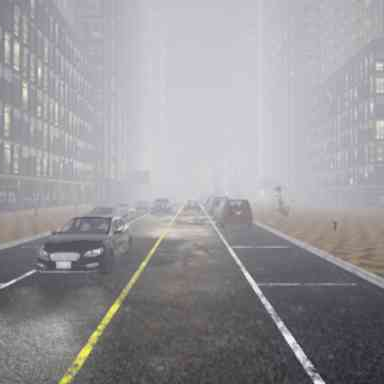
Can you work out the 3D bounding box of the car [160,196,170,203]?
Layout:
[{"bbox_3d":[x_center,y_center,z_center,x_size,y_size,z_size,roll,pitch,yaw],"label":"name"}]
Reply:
[{"bbox_3d":[-5.695,1.614,71.563,1.802,1.307,4.206,0,0,0],"label":"car"}]

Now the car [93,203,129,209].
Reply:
[{"bbox_3d":[-5.689,1.579,21.709,1.947,1.339,4.313,0,0,0],"label":"car"}]

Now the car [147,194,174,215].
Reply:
[{"bbox_3d":[-3.048,1.369,34.184,2.097,1.767,4.553,0,0,1],"label":"car"}]

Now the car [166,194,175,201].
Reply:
[{"bbox_3d":[-5.696,1.352,88.181,2.192,1.841,5.009,0,0,0],"label":"car"}]

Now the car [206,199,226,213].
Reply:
[{"bbox_3d":[2.690,1.584,38.329,1.947,1.339,4.313,0,0,0],"label":"car"}]

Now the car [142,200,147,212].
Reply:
[{"bbox_3d":[-5.691,1.602,38.327,1.802,1.307,4.206,0,0,0],"label":"car"}]

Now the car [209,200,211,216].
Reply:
[{"bbox_3d":[2.690,1.558,27.250,1.887,1.381,4.507,0,0,0],"label":"car"}]

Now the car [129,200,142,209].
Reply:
[{"bbox_3d":[-5.690,1.566,27.248,2.008,1.369,4.403,0,0,0],"label":"car"}]

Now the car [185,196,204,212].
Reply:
[{"bbox_3d":[0.067,1.567,39.609,2.033,1.411,5.357,0,0,0],"label":"car"}]

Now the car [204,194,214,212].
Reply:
[{"bbox_3d":[2.691,1.331,32.790,2.192,1.841,5.009,0,0,0],"label":"car"}]

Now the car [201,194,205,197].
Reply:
[{"bbox_3d":[2.690,1.335,43.869,2.192,1.841,5.009,0,0,0],"label":"car"}]

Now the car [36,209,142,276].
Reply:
[{"bbox_3d":[-3.093,1.499,10.461,2.128,1.511,4.902,0,0,0],"label":"car"}]

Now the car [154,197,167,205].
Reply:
[{"bbox_3d":[-5.693,1.611,60.485,1.802,1.307,4.206,0,0,0],"label":"car"}]

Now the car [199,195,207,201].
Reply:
[{"bbox_3d":[2.684,1.474,82.643,1.967,1.590,4.097,0,0,0],"label":"car"}]

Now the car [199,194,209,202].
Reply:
[{"bbox_3d":[2.686,1.347,77.104,2.192,1.841,5.009,0,0,0],"label":"car"}]

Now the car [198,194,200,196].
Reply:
[{"bbox_3d":[2.686,1.596,71.565,1.947,1.339,4.313,0,0,0],"label":"car"}]

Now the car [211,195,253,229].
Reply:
[{"bbox_3d":[2.692,1.326,21.711,2.192,1.841,5.009,0,0,0],"label":"car"}]
